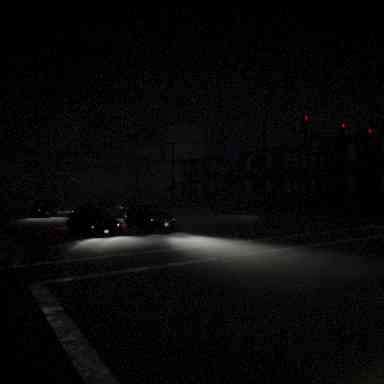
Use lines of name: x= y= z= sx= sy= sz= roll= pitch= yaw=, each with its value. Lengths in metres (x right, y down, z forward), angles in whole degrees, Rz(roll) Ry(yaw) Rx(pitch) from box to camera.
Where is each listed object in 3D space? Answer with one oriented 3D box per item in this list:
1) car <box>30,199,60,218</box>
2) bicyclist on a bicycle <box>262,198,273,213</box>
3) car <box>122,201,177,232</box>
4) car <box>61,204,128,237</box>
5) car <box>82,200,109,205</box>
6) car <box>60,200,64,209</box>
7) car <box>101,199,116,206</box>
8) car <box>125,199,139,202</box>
car: x=-14.853 y=1.723 z=33.233 sx=1.812 sy=1.442 sz=4.674 roll=0 pitch=0 yaw=-33
bicyclist on a bicycle: x=7.894 y=1.426 z=34.888 sx=1.656 sy=1.620 sz=0.582 roll=0 pitch=0 yaw=-33
car: x=-2.696 y=1.593 z=20.964 sx=2.128 sy=1.511 sz=4.902 roll=0 pitch=0 yaw=-31
car: x=-5.848 y=1.653 z=19.363 sx=2.033 sy=1.411 sz=5.357 roll=0 pitch=0 yaw=-33
car: x=-9.915 y=1.737 z=32.041 sx=1.994 sy=1.385 sz=4.181 roll=0 pitch=0 yaw=-33
car: x=-19.041 y=1.750 z=46.223 sx=1.882 sy=1.535 sz=5.008 roll=0 pitch=0 yaw=-33
car: x=-12.843 y=1.766 z=49.487 sx=1.837 sy=1.490 sz=4.892 roll=0 pitch=0 yaw=-33
car: x=-8.974 y=1.776 z=50.278 sx=1.812 sy=1.442 sz=4.674 roll=0 pitch=0 yaw=-30
